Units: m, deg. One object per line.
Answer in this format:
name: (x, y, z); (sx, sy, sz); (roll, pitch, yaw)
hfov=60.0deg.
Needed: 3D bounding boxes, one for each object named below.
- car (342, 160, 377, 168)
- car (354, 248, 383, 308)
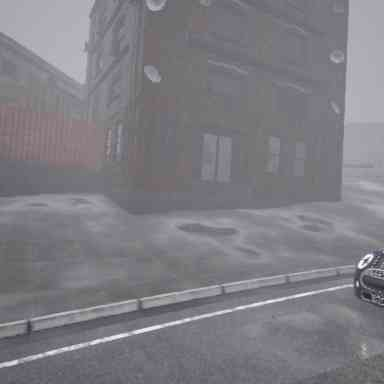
car: (20.980, -3.284, 42.396); (4.553, 1.767, 2.185); (2, -3, 14)
car: (5.563, 1.419, 6.921); (4.553, 1.767, 2.097); (1, -1, -27)
